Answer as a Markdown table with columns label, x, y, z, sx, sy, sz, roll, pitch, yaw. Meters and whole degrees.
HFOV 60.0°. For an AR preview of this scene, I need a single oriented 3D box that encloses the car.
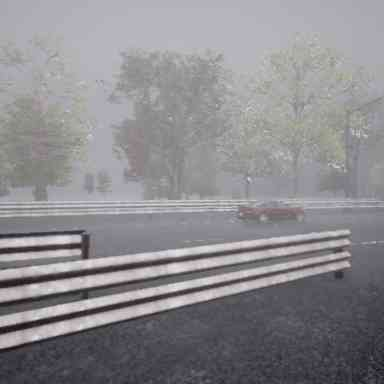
| label | x | y | z | sx | sy | sz | roll | pitch | yaw |
| --- | --- | --- | --- | --- | --- | --- | --- | --- | --- |
| car | 5.311 | 1.263 | 22.135 | 5.008 | 1.535 | 1.882 | 0 | 0 | -26 |
